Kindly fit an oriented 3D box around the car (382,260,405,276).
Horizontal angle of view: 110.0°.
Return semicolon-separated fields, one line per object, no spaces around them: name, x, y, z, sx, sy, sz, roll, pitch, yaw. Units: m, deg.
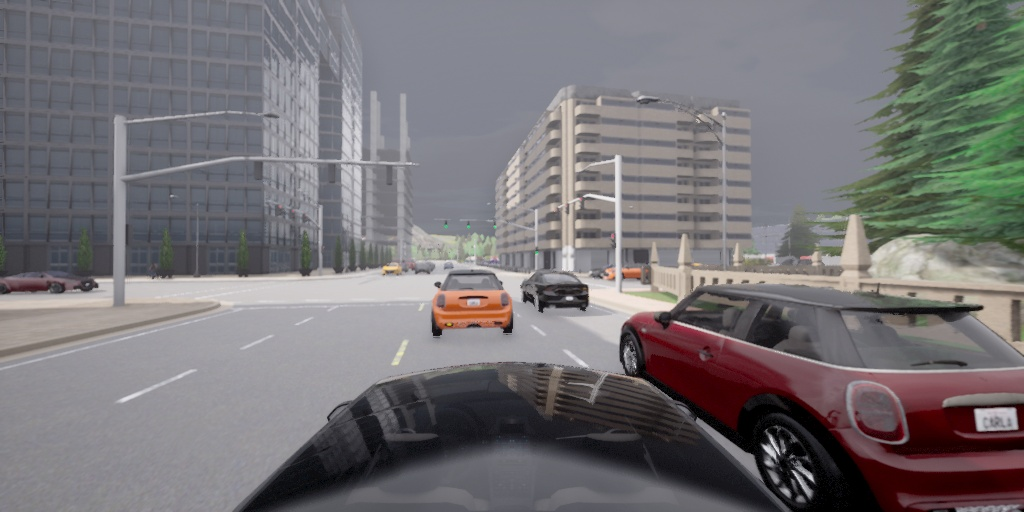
car;-14.864;1.649;44.658;1.882;1.535;5.008;0;-1;-11

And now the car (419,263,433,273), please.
car;-13.627;1.848;56.975;1.994;1.385;4.181;0;-1;-10

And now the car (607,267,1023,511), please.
car;3.040;1.123;4.489;2.097;1.767;4.553;0;-1;-4

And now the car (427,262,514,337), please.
car;-1.287;1.189;10.946;2.097;1.767;4.553;0;-1;-9

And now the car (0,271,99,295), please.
car;-28.476;1.600;22.015;4.181;1.385;1.994;0;-1;-11

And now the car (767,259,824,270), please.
car;29.498;1.314;37.149;5.566;2.045;2.150;0;-1;-11

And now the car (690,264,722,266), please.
car;19.621;1.613;35.202;4.674;1.442;1.812;0;-1;-11

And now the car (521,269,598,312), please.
car;1.628;1.349;15.048;1.882;1.535;5.008;0;0;-9

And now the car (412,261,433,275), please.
car;-11.974;1.705;48.233;1.837;1.490;4.892;0;0;-11

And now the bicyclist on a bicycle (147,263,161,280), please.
bicyclist on a bicycle;-33.237;1.449;33.295;0.582;1.620;1.656;0;0;-11

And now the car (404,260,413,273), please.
car;-16.615;1.751;53.914;2.128;1.511;4.902;0;-1;-11

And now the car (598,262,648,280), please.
car;10.807;1.437;33.485;4.553;1.767;2.097;0;-1;-11
